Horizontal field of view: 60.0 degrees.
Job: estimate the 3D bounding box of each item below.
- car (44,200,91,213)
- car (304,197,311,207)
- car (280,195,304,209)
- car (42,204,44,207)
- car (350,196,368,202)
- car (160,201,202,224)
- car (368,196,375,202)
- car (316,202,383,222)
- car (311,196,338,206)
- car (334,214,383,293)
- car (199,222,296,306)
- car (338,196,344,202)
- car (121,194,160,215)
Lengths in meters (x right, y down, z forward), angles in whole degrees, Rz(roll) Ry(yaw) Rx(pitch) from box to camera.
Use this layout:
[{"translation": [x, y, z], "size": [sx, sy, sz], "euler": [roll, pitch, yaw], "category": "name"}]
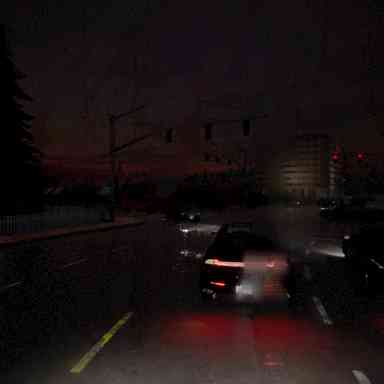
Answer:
[{"translation": [-13.405, 1.599, 36.557], "size": [5.357, 1.411, 2.033], "euler": [0, 0, 32], "category": "car"}, {"translation": [18.145, 1.520, 52.879], "size": [1.812, 1.442, 4.674], "euler": [0, 0, 32], "category": "car"}, {"translation": [13.396, 1.500, 45.178], "size": [1.837, 1.490, 4.892], "euler": [0, 0, 32], "category": "car"}, {"translation": [-21.432, 1.403, 45.691], "size": [4.553, 1.767, 2.097], "euler": [0, 0, 32], "category": "car"}, {"translation": [25.484, 1.472, 51.099], "size": [1.882, 1.535, 5.008], "euler": [0, 0, 31], "category": "car"}, {"translation": [-0.709, 1.526, 25.422], "size": [2.128, 1.511, 4.902], "euler": [1, 0, -17], "category": "car"}, {"translation": [38.904, 1.517, 73.178], "size": [2.128, 1.511, 4.902], "euler": [0, 0, 32], "category": "car"}, {"translation": [12.114, 1.632, 24.776], "size": [4.718, 1.301, 1.895], "euler": [0, 0, 32], "category": "car"}, {"translation": [19.166, 1.542, 47.874], "size": [2.033, 1.411, 5.357], "euler": [0, 0, 32], "category": "car"}, {"translation": [5.175, 1.546, 8.523], "size": [2.033, 1.411, 5.357], "euler": [0, 0, 16], "category": "car"}, {"translation": [1.424, 1.491, 8.148], "size": [2.128, 1.511, 4.902], "euler": [0, 0, 12], "category": "car"}, {"translation": [24.615, 1.485, 56.698], "size": [2.128, 1.511, 4.902], "euler": [0, 0, 32], "category": "car"}, {"translation": [-5.056, 1.274, 35.488], "size": [5.566, 2.045, 2.150], "euler": [0, 0, 32], "category": "car"}]
